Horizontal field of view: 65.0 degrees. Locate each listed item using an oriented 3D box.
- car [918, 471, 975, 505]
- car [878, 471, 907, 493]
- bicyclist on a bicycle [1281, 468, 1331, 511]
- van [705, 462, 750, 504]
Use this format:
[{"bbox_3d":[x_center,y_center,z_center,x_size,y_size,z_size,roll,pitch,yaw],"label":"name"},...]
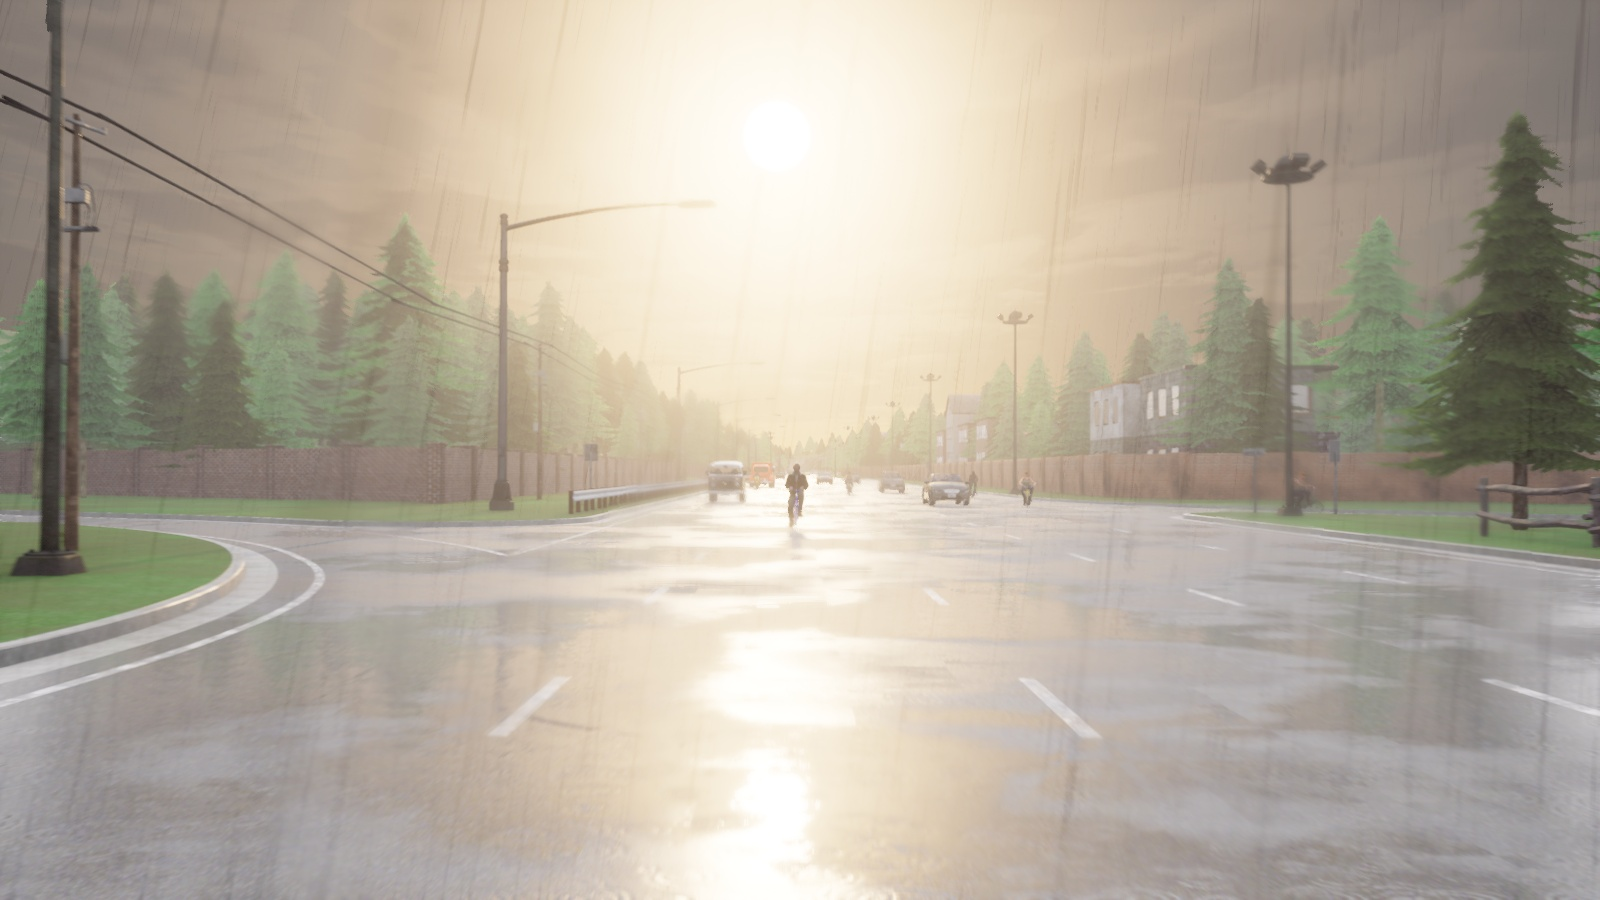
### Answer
[{"bbox_3d":[6.856,1.766,59.247,2.128,1.511,4.902,0,-1,0],"label":"car"},{"bbox_3d":[6.776,2.357,92.167,1.789,1.549,3.705,0,-1,0],"label":"car"},{"bbox_3d":[19.267,1.500,47.834,0.866,1.612,1.509,1,-2,-40],"label":"bicyclist on a bicycle"},{"bbox_3d":[-3.657,1.658,64.022,2.069,2.038,4.480,0,-1,0],"label":"van"}]
